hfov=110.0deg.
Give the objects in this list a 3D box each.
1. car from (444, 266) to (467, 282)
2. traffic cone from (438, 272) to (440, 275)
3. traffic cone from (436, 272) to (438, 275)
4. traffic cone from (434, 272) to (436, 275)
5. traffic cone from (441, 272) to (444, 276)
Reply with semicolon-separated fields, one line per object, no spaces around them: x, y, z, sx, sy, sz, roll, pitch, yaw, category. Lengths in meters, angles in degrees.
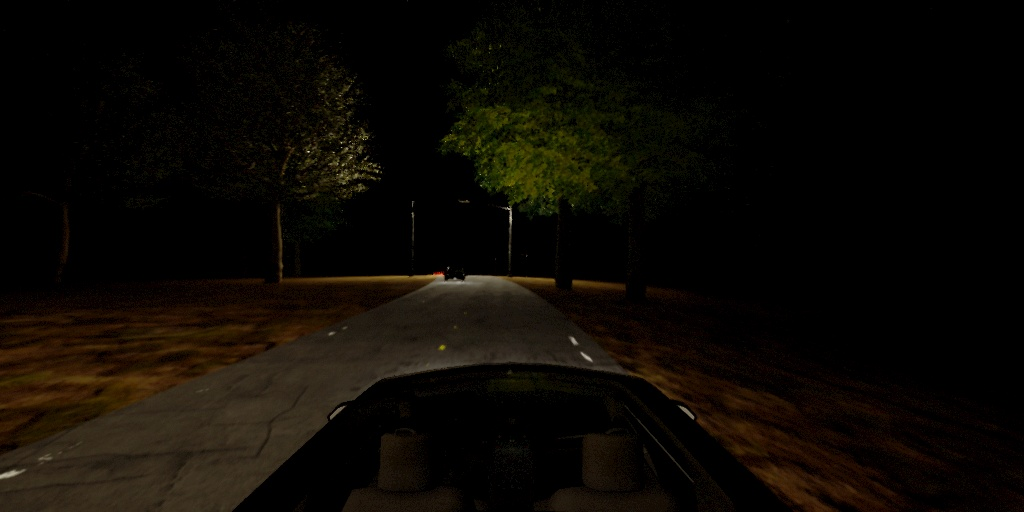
-5.275;1.609;33.446;2.033;1.411;5.357;1;-1;-9;car
-10.696;2.648;54.381;0.340;0.580;0.340;0;0;-15;traffic cone
-12.014;2.863;59.174;0.340;0.580;0.340;0;0;-15;traffic cone
-13.348;3.098;63.991;0.340;0.580;0.340;0;0;-15;traffic cone
-9.489;2.461;49.601;0.340;0.580;0.340;0;0;-13;traffic cone
